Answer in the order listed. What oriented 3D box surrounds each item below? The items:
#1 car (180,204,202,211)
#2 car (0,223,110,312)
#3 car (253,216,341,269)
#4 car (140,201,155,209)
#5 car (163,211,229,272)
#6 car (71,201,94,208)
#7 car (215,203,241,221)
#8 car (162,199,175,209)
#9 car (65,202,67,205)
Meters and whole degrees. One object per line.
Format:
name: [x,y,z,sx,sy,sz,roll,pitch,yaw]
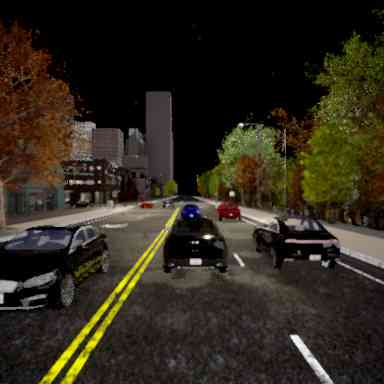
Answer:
car: [-0.090,1.771,29.286,1.812,1.442,4.674,0,0,-1]
car: [-3.357,1.560,8.069,2.128,1.511,4.902,0,0,0]
car: [3.346,1.588,11.461,2.128,1.511,4.902,0,0,0]
car: [-7.095,2.044,52.776,1.895,1.301,4.718,0,0,-1]
car: [0.096,1.598,11.128,1.837,1.490,4.892,0,0,0]
car: [-20.700,2.347,62.906,4.313,1.339,1.947,-1,1,-1]
car: [3.153,1.726,29.694,1.882,1.535,5.008,0,0,-1]
car: [-3.863,1.956,54.951,2.128,1.511,4.902,0,-1,-1]
car: [-29.173,2.415,71.278,4.403,1.369,2.008,-1,1,-1]
